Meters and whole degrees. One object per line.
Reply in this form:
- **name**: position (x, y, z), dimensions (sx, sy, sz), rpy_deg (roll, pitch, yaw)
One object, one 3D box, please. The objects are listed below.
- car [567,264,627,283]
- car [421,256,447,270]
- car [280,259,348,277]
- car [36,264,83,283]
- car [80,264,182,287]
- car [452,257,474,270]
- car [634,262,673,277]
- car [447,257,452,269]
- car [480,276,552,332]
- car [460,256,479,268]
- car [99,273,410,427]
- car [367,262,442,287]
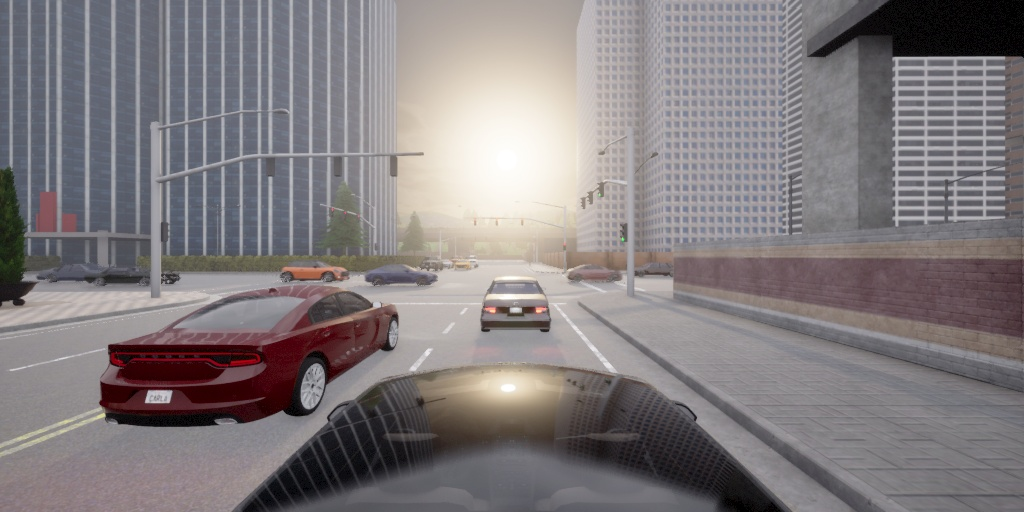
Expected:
- **car**: position (6.309, 1.314, 27.573), dimensions (4.181, 1.385, 1.994), rpy_deg (0, 0, 0)
- **car**: position (-10.568, 0.972, 47.397), dimensions (2.150, 2.045, 5.566), rpy_deg (0, 0, 0)
- **car**: position (-14.904, 1.101, 27.294), dimensions (4.553, 1.767, 2.097), rpy_deg (0, 0, -1)
- **car**: position (-32.375, 1.298, 27.147), dimensions (5.357, 1.411, 2.033), rpy_deg (0, 0, 0)
- **car**: position (-24.871, 1.351, 23.688), dimensions (4.718, 1.301, 1.895), rpy_deg (0, 0, 0)
- **car**: position (-7.061, 1.228, 52.003), dimensions (1.882, 1.535, 5.008), rpy_deg (0, 0, 0)
- **car**: position (13.914, 1.297, 34.780), dimensions (5.357, 1.411, 2.033), rpy_deg (0, 0, 0)
- **car**: position (-10.549, 1.276, 56.936), dimensions (1.812, 1.442, 4.674), rpy_deg (0, 0, 0)
- **car**: position (0.090, 1.297, 10.801), dimensions (2.033, 1.411, 5.357), rpy_deg (0, 0, 0)
- **car**: position (-7.028, 0.972, 61.844), dimensions (2.150, 2.045, 5.566), rpy_deg (0, 0, 0)
- **car**: position (-3.440, 1.228, 5.988), dimensions (1.882, 1.535, 5.008), rpy_deg (0, 0, 0)
- **car**: position (-7.330, 1.276, 23.903), dimensions (4.674, 1.442, 1.812), rpy_deg (0, 0, -1)
